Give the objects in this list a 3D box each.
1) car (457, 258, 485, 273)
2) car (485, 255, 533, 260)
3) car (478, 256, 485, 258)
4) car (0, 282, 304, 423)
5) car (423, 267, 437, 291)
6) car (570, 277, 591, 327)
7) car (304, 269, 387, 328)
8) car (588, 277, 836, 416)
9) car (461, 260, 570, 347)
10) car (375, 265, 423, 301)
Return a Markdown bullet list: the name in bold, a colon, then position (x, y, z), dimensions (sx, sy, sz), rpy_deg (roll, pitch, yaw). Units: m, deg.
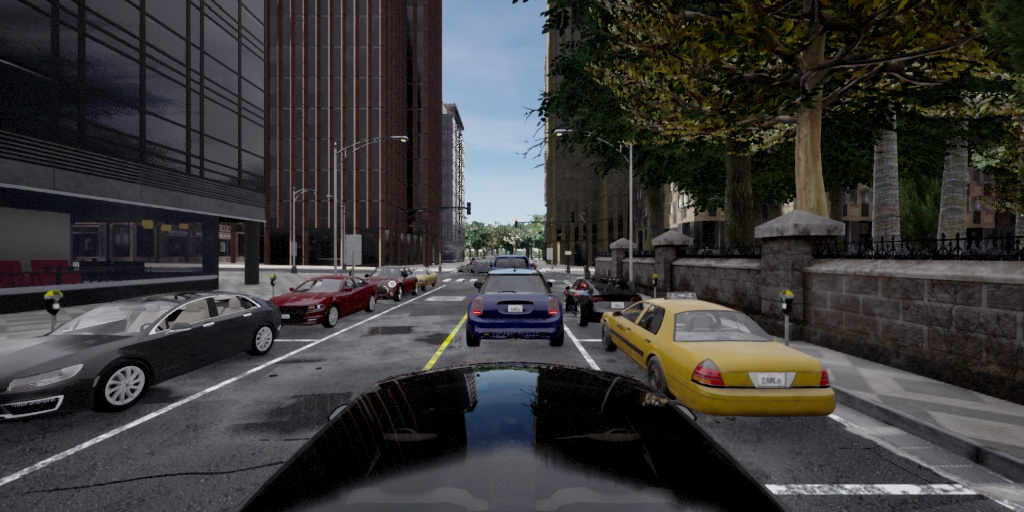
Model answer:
- **car**: position (-2.890, 1.272, 36.991), dimensions (5.357, 1.411, 2.033), rpy_deg (1, 0, 0)
- **car**: position (-0.021, 0.972, 18.941), dimensions (2.150, 2.045, 5.566), rpy_deg (0, 0, 0)
- **car**: position (-3.177, 0.982, 51.183), dimensions (2.150, 2.045, 5.566), rpy_deg (0, 0, 0)
- **car**: position (-5.769, 1.300, 5.931), dimensions (2.007, 1.370, 4.403), rpy_deg (0, 0, 0)
- **car**: position (-5.794, 1.277, 22.131), dimensions (1.751, 1.417, 4.829), rpy_deg (0, 0, 0)
- **car**: position (2.747, 1.316, 11.403), dimensions (1.948, 1.339, 4.313), rpy_deg (0, 0, 0)
- **car**: position (-5.778, 1.295, 11.388), dimensions (1.888, 1.381, 4.507), rpy_deg (0, 0, 0)
- **car**: position (2.756, 1.275, 6.116), dimensions (1.751, 1.417, 4.829), rpy_deg (0, 0, 0)
- **car**: position (0.041, 1.102, 9.506), dimensions (2.097, 1.767, 4.553), rpy_deg (0, 0, -1)
- **car**: position (-5.786, 1.190, 16.845), dimensions (1.967, 1.591, 4.097), rpy_deg (0, 0, 0)
